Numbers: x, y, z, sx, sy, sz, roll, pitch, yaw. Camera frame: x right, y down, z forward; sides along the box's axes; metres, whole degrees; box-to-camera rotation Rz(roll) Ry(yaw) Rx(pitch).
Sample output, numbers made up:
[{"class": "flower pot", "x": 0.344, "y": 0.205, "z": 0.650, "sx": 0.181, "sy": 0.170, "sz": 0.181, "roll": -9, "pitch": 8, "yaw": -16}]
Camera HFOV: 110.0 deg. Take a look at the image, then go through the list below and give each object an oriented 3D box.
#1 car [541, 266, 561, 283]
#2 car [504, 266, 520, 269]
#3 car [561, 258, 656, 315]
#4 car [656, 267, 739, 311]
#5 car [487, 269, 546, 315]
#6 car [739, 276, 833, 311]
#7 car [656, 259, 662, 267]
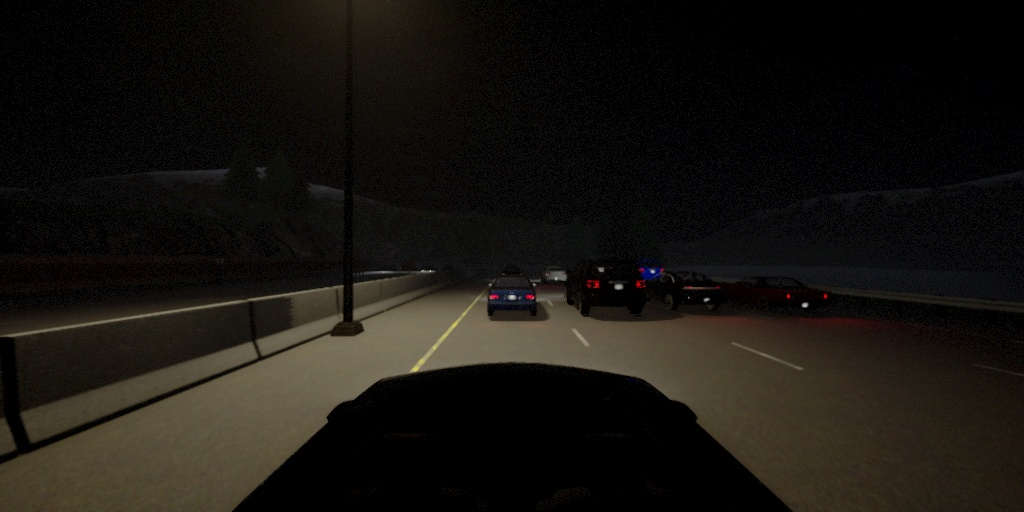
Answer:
[{"class": "car", "x": 3.522, "y": 1.596, "z": 30.727, "sx": 1.812, "sy": 1.442, "sz": 4.674, "roll": 0, "pitch": 0, "yaw": 0}, {"class": "car", "x": 0.023, "y": 1.596, "z": 30.722, "sx": 1.812, "sy": 1.442, "sz": 4.674, "roll": 0, "pitch": 0, "yaw": 0}, {"class": "car", "x": 3.511, "y": 1.115, "z": 14.415, "sx": 2.150, "sy": 2.045, "sz": 5.566, "roll": 0, "pitch": 0, "yaw": 0}, {"class": "car", "x": 7.020, "y": 1.393, "z": 15.326, "sx": 2.128, "sy": 1.511, "sz": 4.902, "roll": 0, "pitch": 0, "yaw": 0}, {"class": "car", "x": 0.011, "y": 1.437, "z": 14.356, "sx": 2.033, "sy": 1.411, "sz": 5.357, "roll": 0, "pitch": -1, "yaw": 0}, {"class": "car", "x": 10.518, "y": 1.499, "z": 15.072, "sx": 1.895, "sy": 1.301, "sz": 4.718, "roll": 0, "pitch": -1, "yaw": 0}, {"class": "car", "x": 10.511, "y": 1.281, "z": 29.405, "sx": 2.150, "sy": 2.045, "sz": 5.566, "roll": 0, "pitch": 0, "yaw": 0}]
